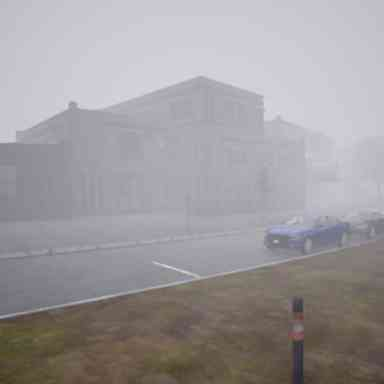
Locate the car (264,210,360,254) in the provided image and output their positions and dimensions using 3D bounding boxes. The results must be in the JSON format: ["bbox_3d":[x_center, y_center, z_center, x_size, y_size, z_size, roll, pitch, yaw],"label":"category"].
[{"bbox_3d":[5.283,1.736,14.973,5.008,1.535,2.097,1,-1,-40],"label":"car"}]

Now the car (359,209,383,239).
[{"bbox_3d":[10.014,1.761,19.174,4.892,1.521,2.231,1,-1,-42],"label":"car"}]
